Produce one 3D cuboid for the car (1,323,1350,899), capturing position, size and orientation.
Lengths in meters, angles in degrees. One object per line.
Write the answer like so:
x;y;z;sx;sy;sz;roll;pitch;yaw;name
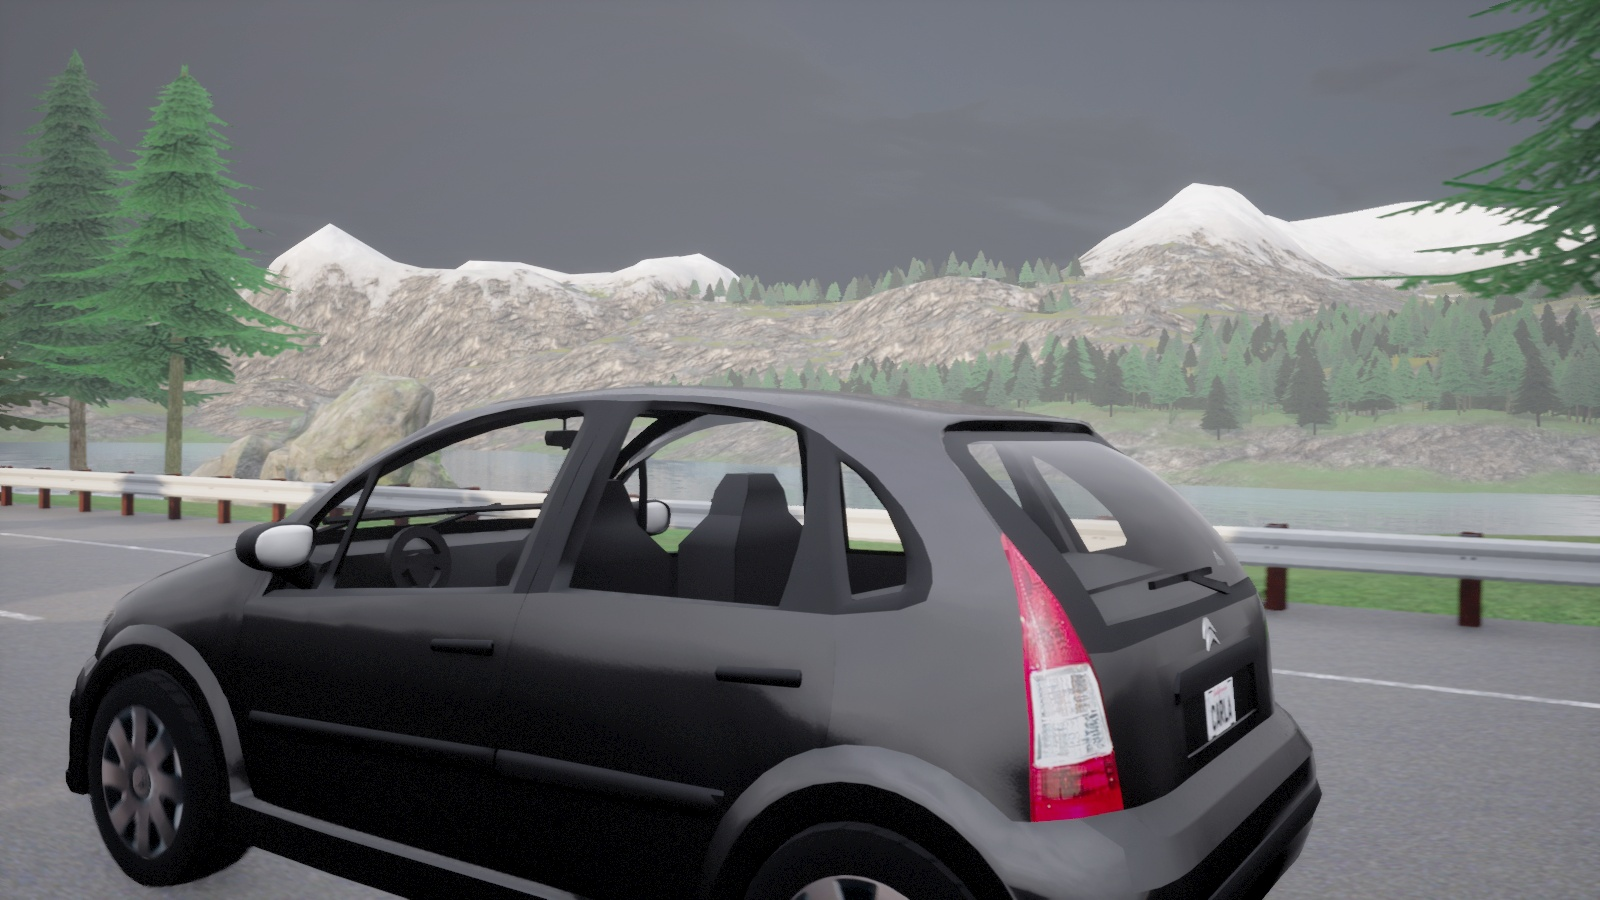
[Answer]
-0.568;0.580;3.999;3.988;1.617;1.851;0;1;34;car
